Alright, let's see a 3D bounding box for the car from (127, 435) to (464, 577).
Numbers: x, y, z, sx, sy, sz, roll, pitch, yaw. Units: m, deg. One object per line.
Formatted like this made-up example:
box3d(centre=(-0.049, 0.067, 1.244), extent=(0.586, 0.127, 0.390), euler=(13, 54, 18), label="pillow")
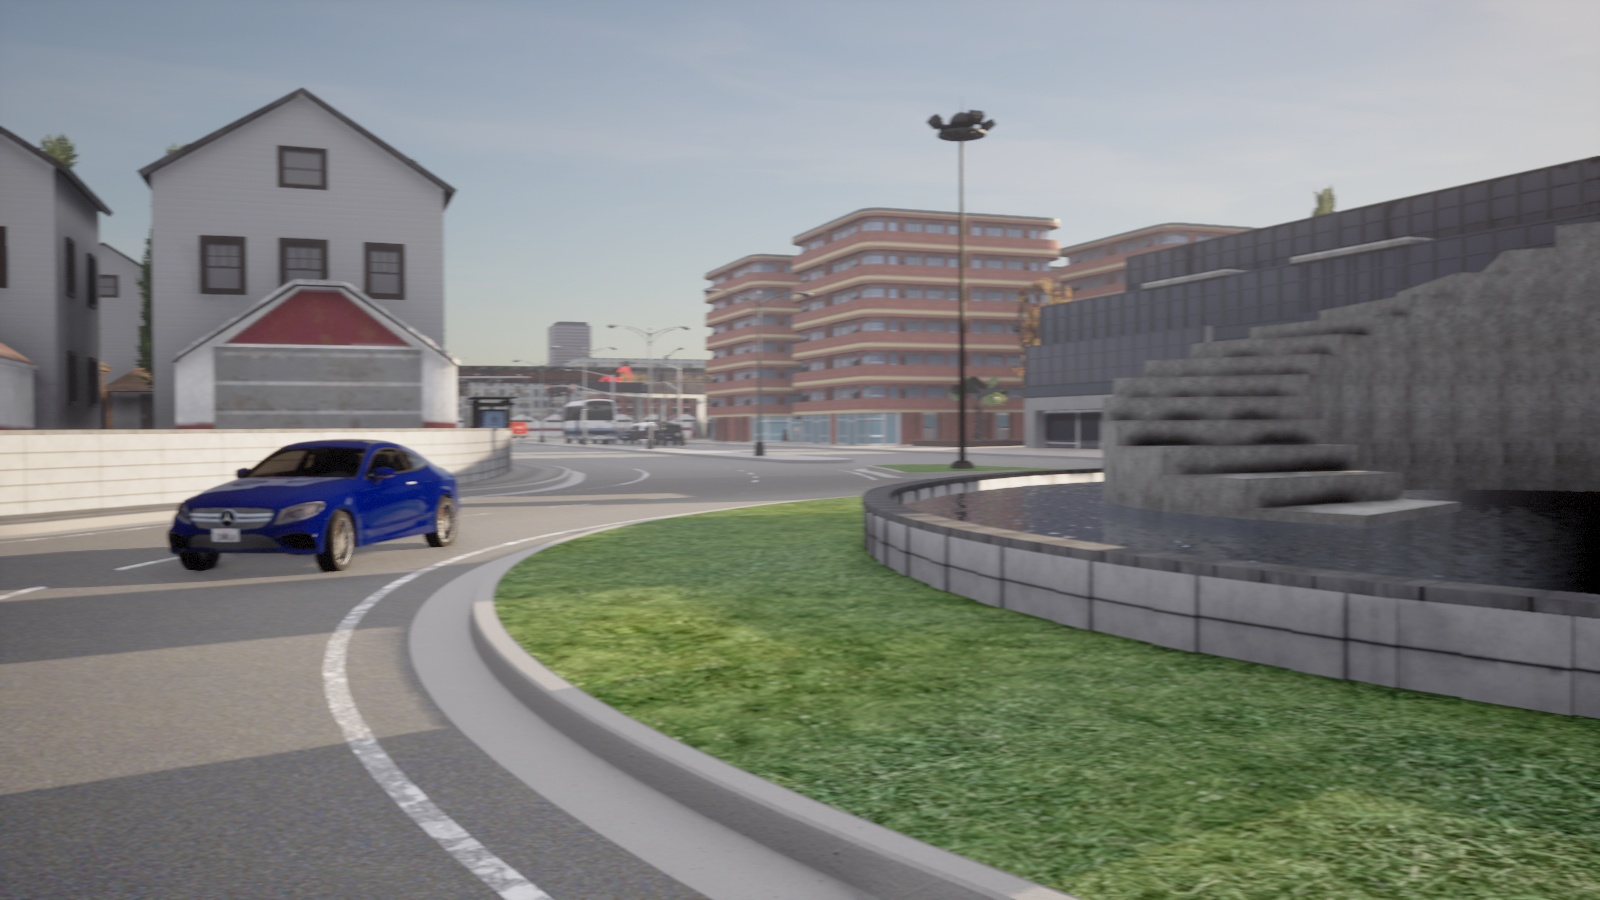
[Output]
box3d(centre=(-5.898, 0.555, 15.423), extent=(1.812, 1.442, 4.674), euler=(0, 1, 7), label="car")
